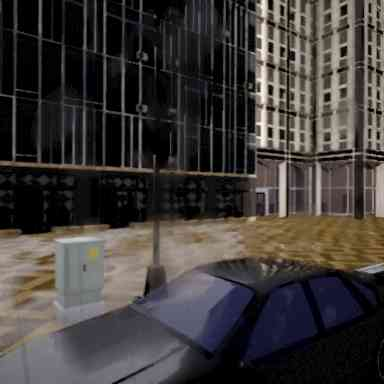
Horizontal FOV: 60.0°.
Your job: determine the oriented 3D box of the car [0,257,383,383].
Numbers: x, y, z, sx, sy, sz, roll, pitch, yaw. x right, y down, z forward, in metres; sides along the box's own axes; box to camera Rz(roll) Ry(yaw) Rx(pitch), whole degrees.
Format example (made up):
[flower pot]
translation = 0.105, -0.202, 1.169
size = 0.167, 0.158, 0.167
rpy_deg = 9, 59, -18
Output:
[car]
translation = 0.708, 1.556, 3.849
size = 5.357, 1.411, 2.033
rpy_deg = 0, 0, -35
